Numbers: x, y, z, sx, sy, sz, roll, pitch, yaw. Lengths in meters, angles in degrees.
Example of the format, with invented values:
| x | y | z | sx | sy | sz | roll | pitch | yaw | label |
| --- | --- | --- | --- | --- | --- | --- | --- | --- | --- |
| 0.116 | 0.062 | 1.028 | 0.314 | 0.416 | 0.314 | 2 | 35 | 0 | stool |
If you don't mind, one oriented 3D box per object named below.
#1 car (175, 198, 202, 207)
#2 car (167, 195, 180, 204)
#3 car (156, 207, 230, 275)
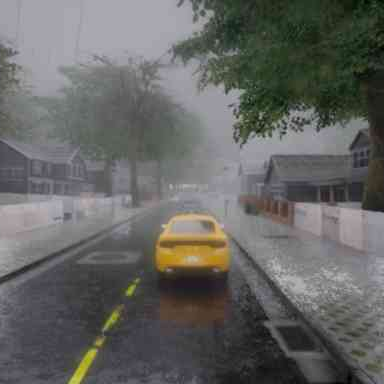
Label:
| x | y | z | sx | sy | sz | roll | pitch | yaw | label |
| --- | --- | --- | --- | --- | --- | --- | --- | --- | --- |
| 0.014 | 1.435 | 25.448 | 2.033 | 1.411 | 5.357 | 0 | 0 | 0 | car |
| -2.875 | 1.198 | 53.743 | 1.812 | 1.442 | 4.674 | 0 | 0 | 0 | car |
| 0.030 | 1.443 | 10.349 | 1.882 | 1.535 | 5.008 | 0 | 0 | 0 | car |
